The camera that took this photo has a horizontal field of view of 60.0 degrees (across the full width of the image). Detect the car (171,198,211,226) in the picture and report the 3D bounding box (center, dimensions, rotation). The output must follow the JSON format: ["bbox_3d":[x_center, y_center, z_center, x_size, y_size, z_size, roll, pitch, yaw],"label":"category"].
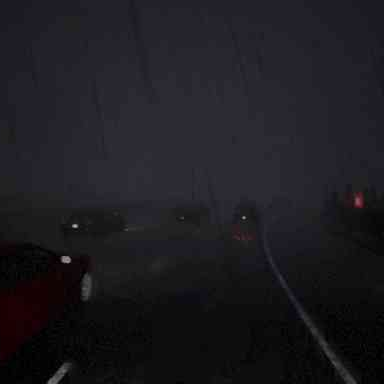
[{"bbox_3d":[0.031,1.436,23.050,1.882,1.535,5.008,0,0,15],"label":"car"}]

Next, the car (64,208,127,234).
[{"bbox_3d":[-4.949,1.517,17.159,1.994,1.385,4.181,0,0,11],"label":"car"}]

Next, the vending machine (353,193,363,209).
[{"bbox_3d":[21.617,1.183,43.355,1.100,2.100,0.880,0,0,34],"label":"vending machine"}]

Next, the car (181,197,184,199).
[{"bbox_3d":[0.784,1.509,51.359,1.895,1.301,4.718,0,0,32],"label":"car"}]

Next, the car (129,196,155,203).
[{"bbox_3d":[-7.551,1.361,50.841,1.882,1.535,5.008,0,0,29],"label":"car"}]

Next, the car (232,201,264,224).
[{"bbox_3d":[4.218,1.473,24.781,1.837,1.490,4.892,0,0,17],"label":"car"}]

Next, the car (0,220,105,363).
[{"bbox_3d":[-3.089,1.459,4.986,1.882,1.535,5.008,0,0,3],"label":"car"}]

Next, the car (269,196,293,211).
[{"bbox_3d":[10.879,1.312,40.411,2.097,1.767,4.553,0,0,28],"label":"car"}]

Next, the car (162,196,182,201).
[{"bbox_3d":[-2.827,1.403,52.067,1.837,1.490,4.892,0,0,31],"label":"car"}]
